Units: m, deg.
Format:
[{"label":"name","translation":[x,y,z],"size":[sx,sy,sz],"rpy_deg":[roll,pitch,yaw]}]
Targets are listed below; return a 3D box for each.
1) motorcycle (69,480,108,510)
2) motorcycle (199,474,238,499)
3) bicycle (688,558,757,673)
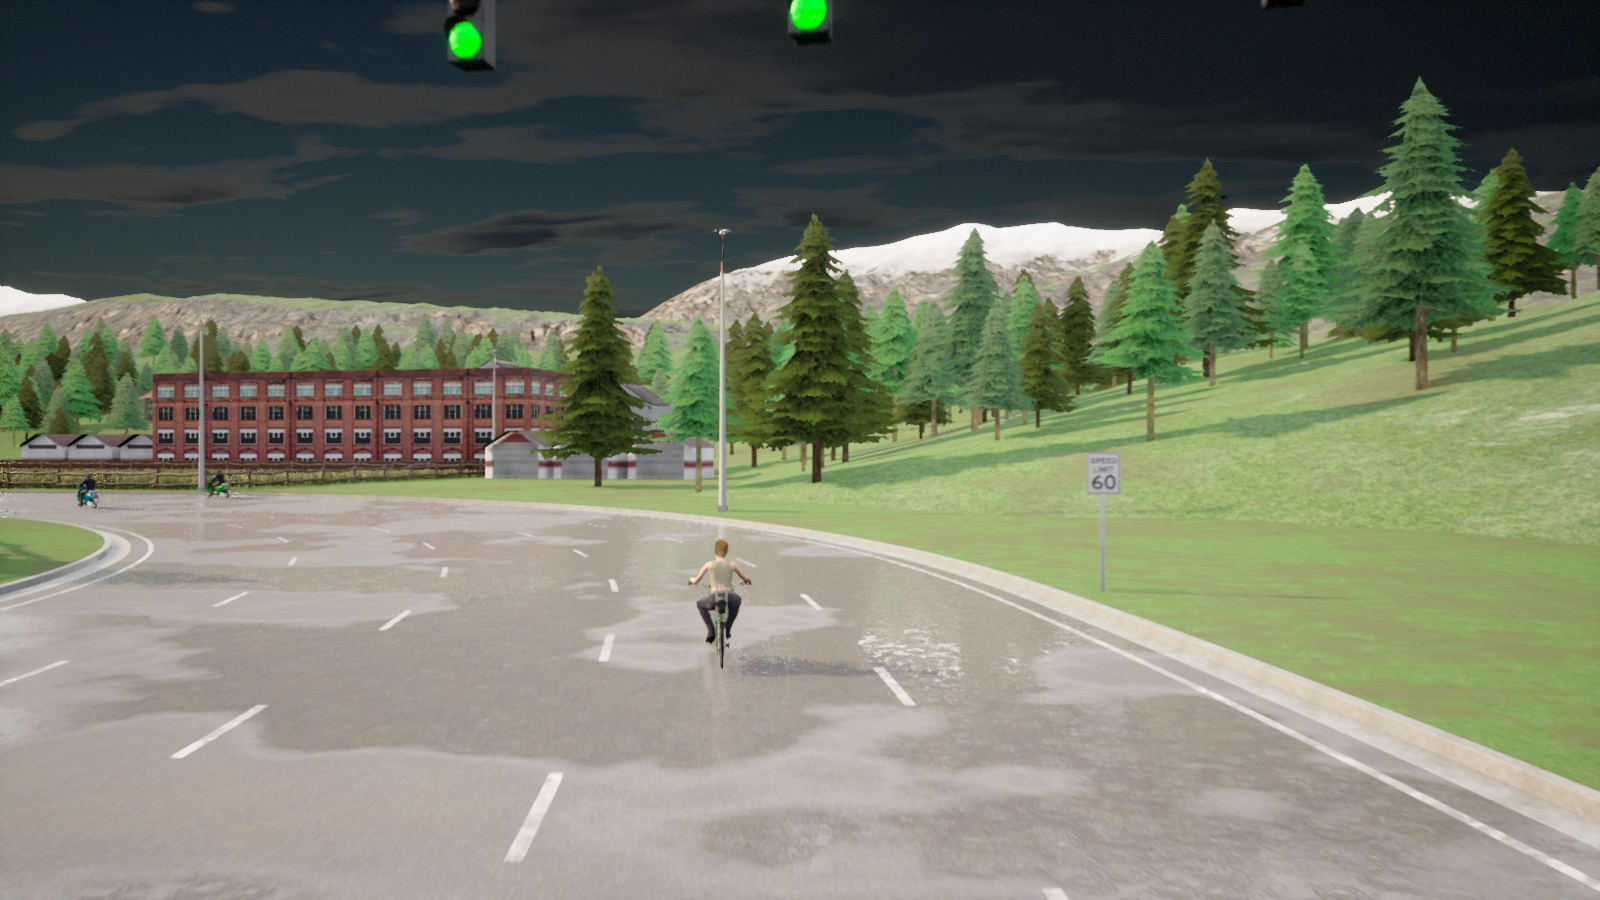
[{"label":"motorcycle","translation":[-32.688,2.034,52.455],"size":[1.805,1.316,0.856],"rpy_deg":[0,0,34]},{"label":"motorcycle","translation":[-31.958,2.010,62.808],"size":[1.805,1.316,0.856],"rpy_deg":[0,3,20]},{"label":"bicycle","translation":[-1.035,2.121,14.908],"size":[0.859,1.276,1.487],"rpy_deg":[0,0,-6]}]
